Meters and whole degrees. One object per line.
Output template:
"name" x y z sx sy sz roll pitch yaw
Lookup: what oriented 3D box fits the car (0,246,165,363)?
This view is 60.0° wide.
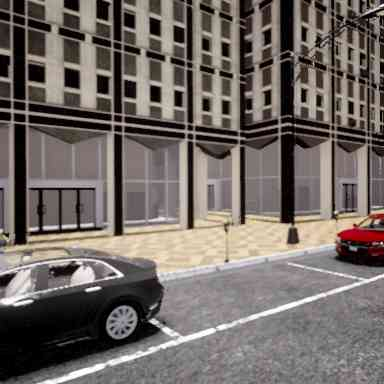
"car" -2.500 1.546 4.774 4.403 1.369 2.008 -1 0 -35

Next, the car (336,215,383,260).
"car" 6.698 1.455 11.334 4.507 1.381 1.887 -1 0 -35
